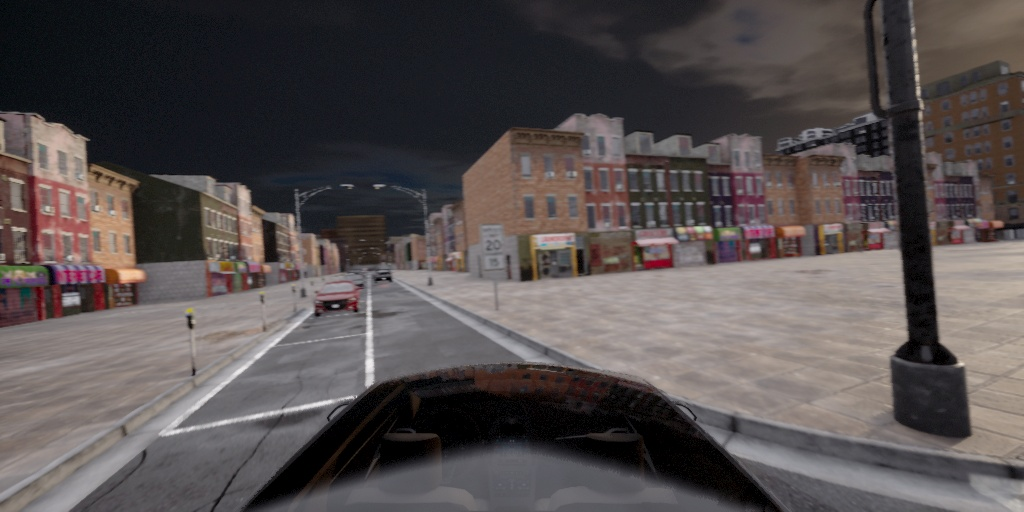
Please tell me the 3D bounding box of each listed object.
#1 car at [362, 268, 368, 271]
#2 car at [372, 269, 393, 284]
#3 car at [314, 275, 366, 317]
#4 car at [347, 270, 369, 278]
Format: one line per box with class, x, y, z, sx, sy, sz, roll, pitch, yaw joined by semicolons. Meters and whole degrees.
car;-20.936;2.594;48.171;2.097;1.767;4.553;-4;0;-22
car;-14.664;2.285;40.756;1.837;1.490;4.892;-4;-1;-22
car;-7.929;1.838;16.569;1.888;1.381;4.507;0;0;-22
car;-14.018;2.292;31.877;1.948;1.339;4.313;0;0;-22
